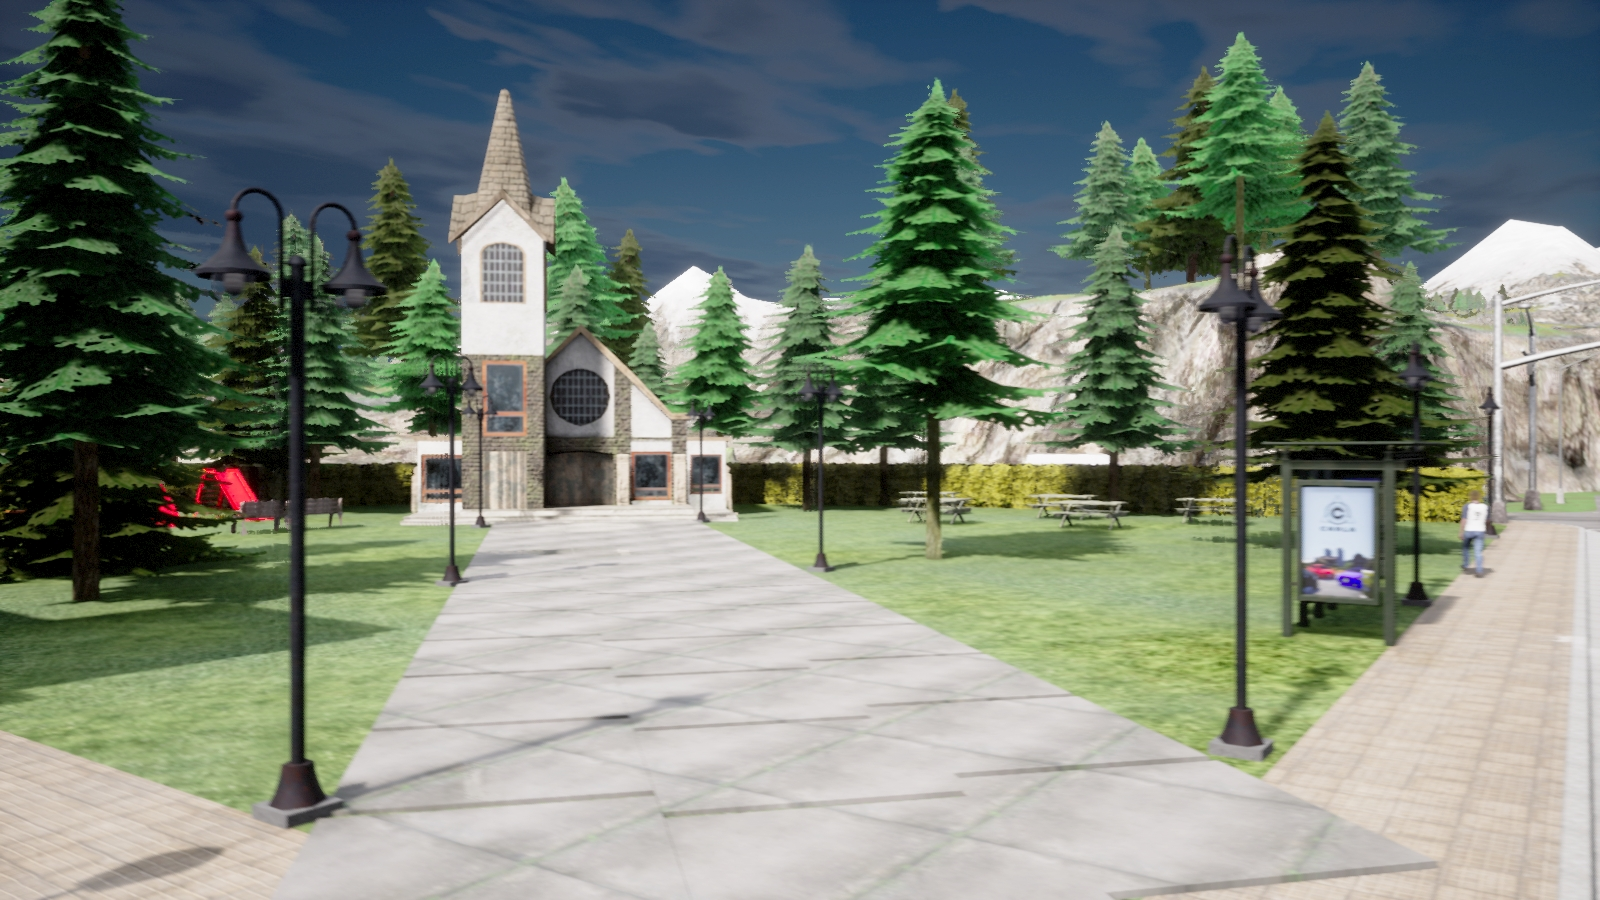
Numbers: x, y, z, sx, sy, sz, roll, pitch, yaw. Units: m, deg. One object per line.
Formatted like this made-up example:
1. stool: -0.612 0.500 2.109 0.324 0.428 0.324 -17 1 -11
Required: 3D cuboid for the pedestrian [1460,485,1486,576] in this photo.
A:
1. pedestrian: 13.879 1.652 23.569 0.375 1.860 0.375 0 0 16
